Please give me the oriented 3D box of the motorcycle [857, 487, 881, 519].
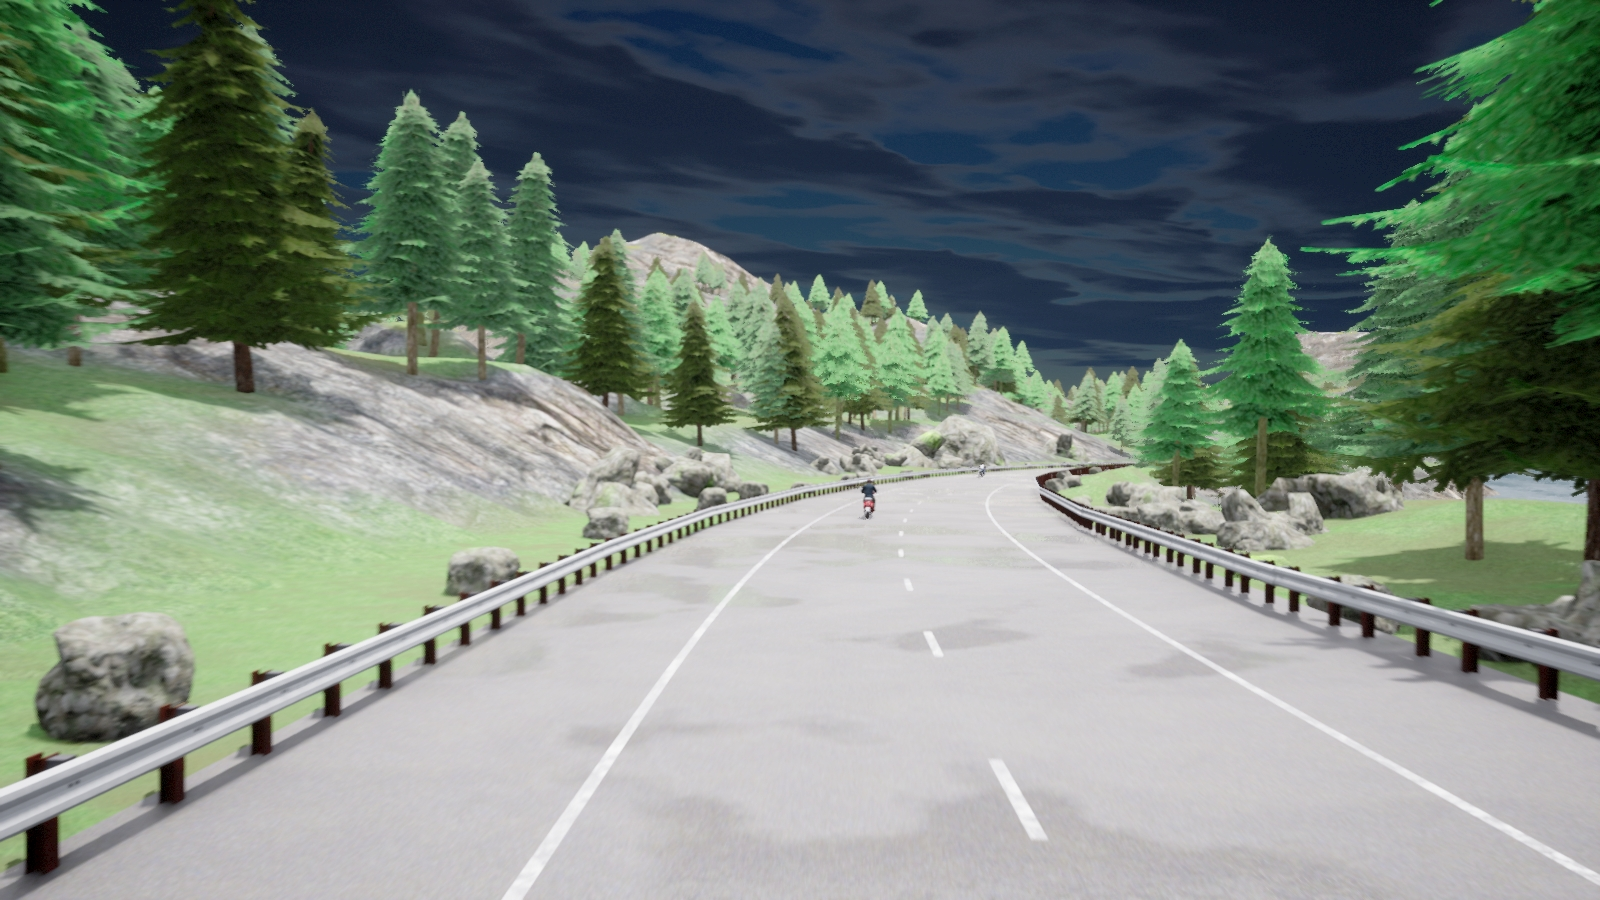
[{"bbox_3d":[2.864,2.183,47.413,0.856,1.236,1.805,1,0,8],"label":"motorcycle"}]
